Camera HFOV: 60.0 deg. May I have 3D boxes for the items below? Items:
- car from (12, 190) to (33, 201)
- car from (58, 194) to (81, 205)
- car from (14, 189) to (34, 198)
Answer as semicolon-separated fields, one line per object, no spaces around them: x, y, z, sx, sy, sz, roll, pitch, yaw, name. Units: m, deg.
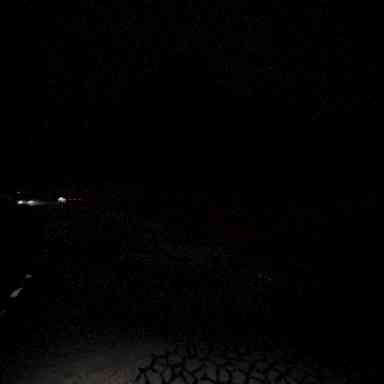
-26.245;0.615;51.416;1.895;1.301;4.718;2;0;-40;car
-15.909;0.917;43.132;2.033;1.411;5.357;2;0;-35;car
-30.504;0.336;60.323;4.674;1.442;1.812;2;1;44;car
